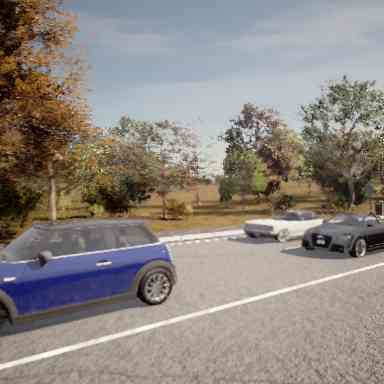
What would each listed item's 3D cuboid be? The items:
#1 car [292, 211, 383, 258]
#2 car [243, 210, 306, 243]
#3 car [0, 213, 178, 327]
[{"bbox_3d":[6.047,1.512,12.546,4.181,1.385,1.994,0,0,-35],"label":"car"},{"bbox_3d":[4.660,1.547,15.847,4.718,1.301,1.895,0,0,-35],"label":"car"},{"bbox_3d":[-2.585,1.346,6.430,4.553,1.767,2.097,0,0,-35],"label":"car"}]
